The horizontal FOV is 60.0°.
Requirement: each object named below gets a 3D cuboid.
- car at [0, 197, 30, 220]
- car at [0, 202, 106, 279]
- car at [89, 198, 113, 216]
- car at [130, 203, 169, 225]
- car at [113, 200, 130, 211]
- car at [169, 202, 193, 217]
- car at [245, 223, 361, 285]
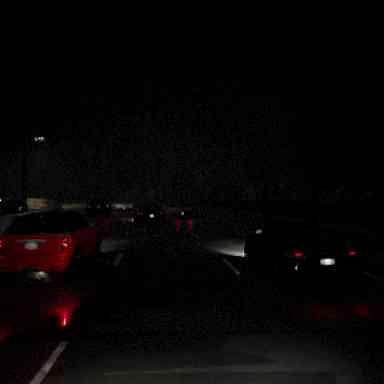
[{"bbox_3d":[-15.851,1.408,29.614,2.097,1.767,4.553,0,0,-19],"label":"car"},{"bbox_3d":[-4.205,1.368,10.391,2.097,1.767,4.553,0,0,-6],"label":"car"},{"bbox_3d":[-9.197,1.392,32.371,2.097,1.767,4.553,0,0,-19],"label":"car"},{"bbox_3d":[-3.192,1.584,24.346,1.994,1.385,4.181,0,0,-14],"label":"car"},{"bbox_3d":[-8.817,1.644,41.116,1.895,1.301,4.718,0,0,-23],"label":"car"},{"bbox_3d":[-1.494,1.620,31.436,1.895,1.301,4.718,0,0,-17],"label":"car"},{"bbox_3d":[2.892,1.561,9.561,1.994,1.385,4.181,0,0,-5],"label":"car"}]
